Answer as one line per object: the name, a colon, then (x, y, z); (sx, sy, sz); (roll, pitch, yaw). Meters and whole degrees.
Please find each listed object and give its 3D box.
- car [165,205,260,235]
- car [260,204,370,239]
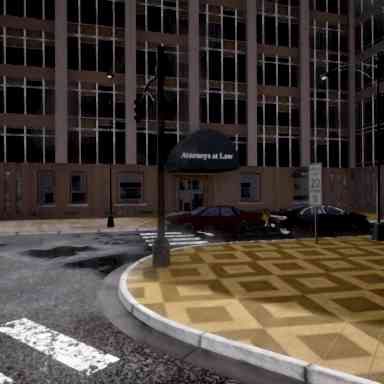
car: (1.121, 1.410, 17.601); (5.357, 1.411, 2.033); (0, 0, -14)
car: (6.082, 1.309, 15.891); (4.902, 1.511, 2.128); (0, 0, -14)
